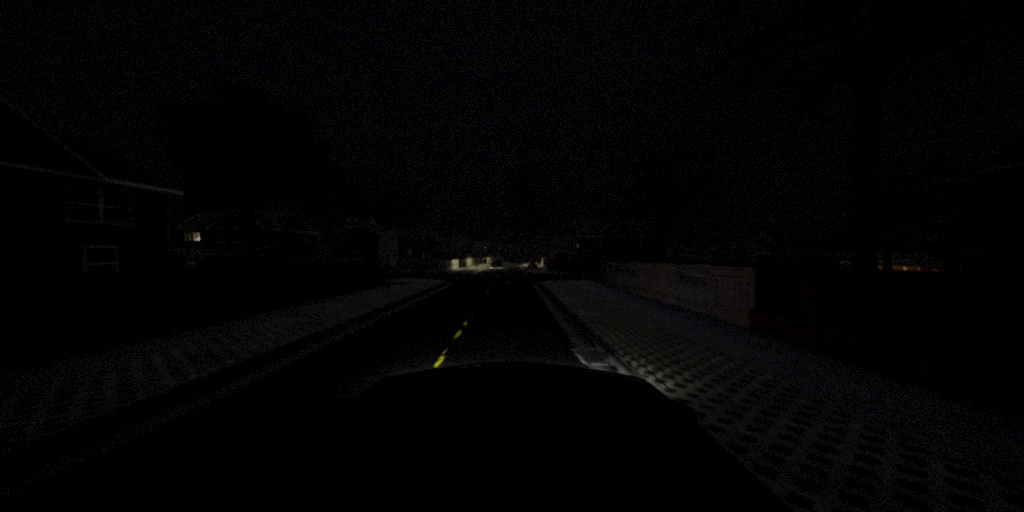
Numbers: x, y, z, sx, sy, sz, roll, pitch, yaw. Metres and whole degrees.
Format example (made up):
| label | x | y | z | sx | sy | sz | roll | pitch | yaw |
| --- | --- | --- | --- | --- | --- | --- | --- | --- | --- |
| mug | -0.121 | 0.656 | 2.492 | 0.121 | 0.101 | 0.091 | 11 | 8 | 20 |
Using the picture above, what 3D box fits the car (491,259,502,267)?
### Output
| label | x | y | z | sx | sy | sz | roll | pitch | yaw |
| --- | --- | --- | --- | --- | --- | --- | --- | --- | --- |
| car | -2.693 | 1.256 | 63.010 | 2.033 | 1.411 | 5.357 | 0 | 0 | 0 |
